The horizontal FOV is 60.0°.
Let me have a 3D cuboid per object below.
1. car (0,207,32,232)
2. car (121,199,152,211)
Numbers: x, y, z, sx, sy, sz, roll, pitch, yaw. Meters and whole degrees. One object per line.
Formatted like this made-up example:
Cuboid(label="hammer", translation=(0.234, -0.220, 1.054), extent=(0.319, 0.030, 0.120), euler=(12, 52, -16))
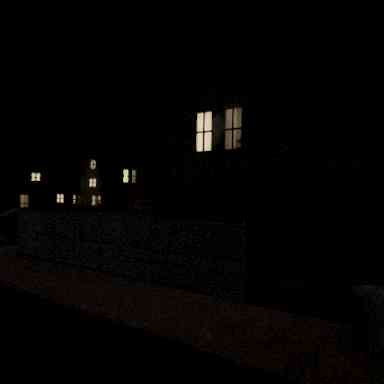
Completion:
Cuboid(label="car", translation=(-11.429, 1.755, 22.053), extent=(1.812, 1.442, 4.674), euler=(2, 0, 36))
Cuboid(label="car", translation=(-4.295, 1.715, 31.759), extent=(2.150, 2.045, 5.566), euler=(2, 0, 36))
